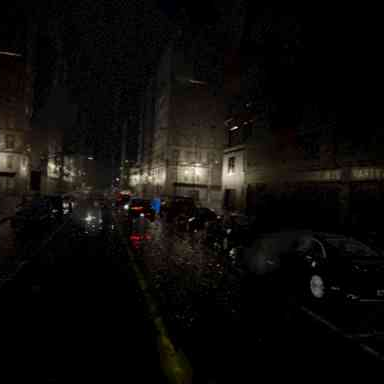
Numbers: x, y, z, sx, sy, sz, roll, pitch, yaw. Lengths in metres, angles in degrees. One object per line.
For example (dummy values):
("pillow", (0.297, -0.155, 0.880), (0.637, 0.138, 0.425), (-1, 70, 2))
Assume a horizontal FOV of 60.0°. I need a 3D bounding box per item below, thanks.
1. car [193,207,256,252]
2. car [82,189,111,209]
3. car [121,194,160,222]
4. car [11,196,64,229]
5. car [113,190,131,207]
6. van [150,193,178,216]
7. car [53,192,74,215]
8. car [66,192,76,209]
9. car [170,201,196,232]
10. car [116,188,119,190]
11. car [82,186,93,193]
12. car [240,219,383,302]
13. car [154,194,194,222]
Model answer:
("car", (1.733, 1.595, 13.946), (2.008, 1.369, 4.403), (3, 0, -15))
("car", (-9.443, 0.820, 32.926), (2.128, 1.511, 4.902), (3, 0, -15))
("car", (-3.775, 1.193, 23.605), (1.837, 1.490, 4.892), (3, 0, -15))
("car", (-7.922, 1.059, 17.045), (1.802, 1.307, 4.206), (3, 0, -15))
("car", (-7.669, 0.937, 37.527), (1.812, 1.442, 4.674), (3, 0, -17))
("van", (-2.570, 1.075, 29.942), (1.690, 1.788, 3.998), (3, 0, -15))
("car", (-9.360, 0.940, 22.378), (1.947, 1.339, 4.313), (3, 0, -15))
("car", (-10.792, 0.711, 27.711), (1.967, 1.590, 4.097), (3, 0, -15))
("car", (0.294, 1.507, 19.278), (1.947, 1.339, 4.313), (3, 0, -15))
("car", (-17.475, 0.291, 83.086), (1.802, 1.307, 4.206), (3, 0, -16))
("car", (-25.635, -0.311, 80.688), (1.967, 1.590, 4.097), (3, 0, -16))
("car", (3.172, 1.698, 8.614), (2.008, 1.369, 4.403), (3, 0, -15))
("car", (-1.130, 1.153, 24.610), (2.192, 1.841, 5.009), (3, 0, -15))
